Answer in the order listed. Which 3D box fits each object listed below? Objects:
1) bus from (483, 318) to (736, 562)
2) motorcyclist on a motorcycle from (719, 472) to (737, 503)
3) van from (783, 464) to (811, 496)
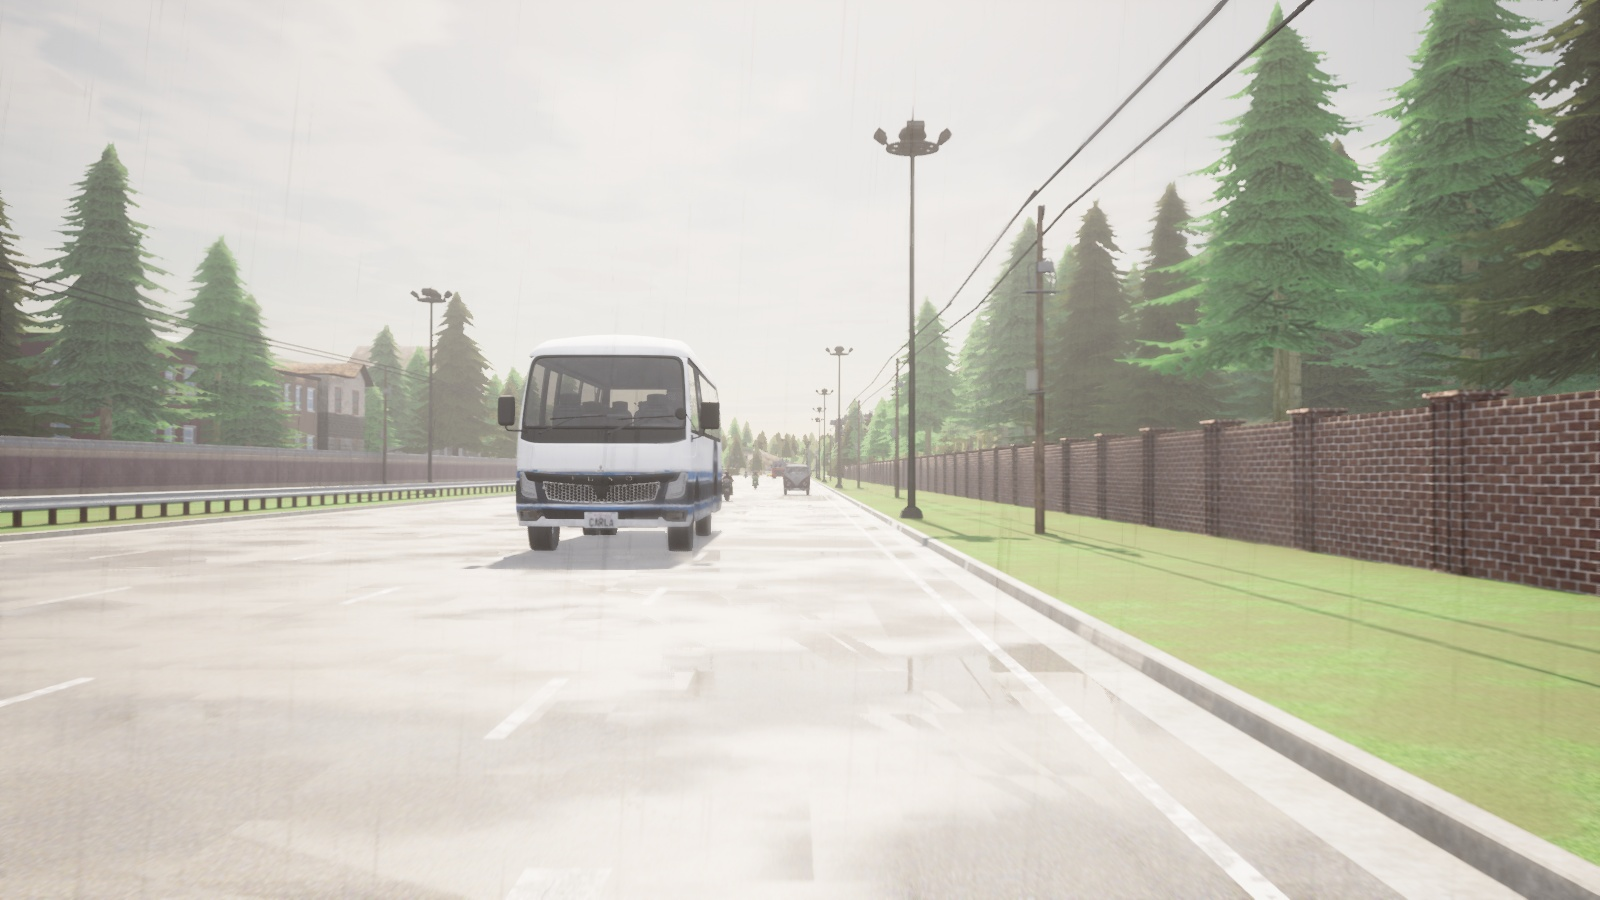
[{"bbox_3d":[-3.606,-0.093,27.155,3.944,4.253,10.273,0,-1,0],"label":"bus"},{"bbox_3d":[-3.653,1.874,63.455,0.797,1.523,2.044,0,-1,0],"label":"motorcyclist on a motorcycle"},{"bbox_3d":[-0.197,1.937,81.751,1.775,1.987,4.442,0,-1,0],"label":"van"}]
